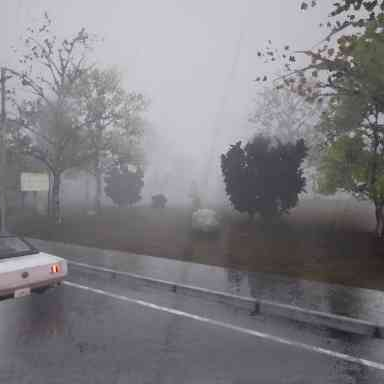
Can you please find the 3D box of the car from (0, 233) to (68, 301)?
[{"bbox_3d":[-4.991,1.601,7.547,4.718,1.301,1.895,0,0,35],"label":"car"}]
